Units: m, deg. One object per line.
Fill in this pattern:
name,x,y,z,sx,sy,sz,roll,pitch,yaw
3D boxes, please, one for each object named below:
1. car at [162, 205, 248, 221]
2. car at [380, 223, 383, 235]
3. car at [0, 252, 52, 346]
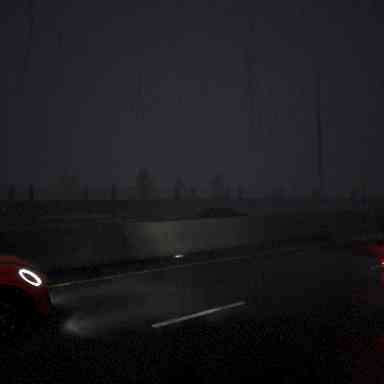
car,0.754,1.482,17.314,5.008,1.535,1.882,0,0,-34
car,7.241,1.497,8.865,4.902,1.511,2.128,0,0,-35
car,-4.532,1.351,4.812,4.553,1.767,2.097,0,0,-35
